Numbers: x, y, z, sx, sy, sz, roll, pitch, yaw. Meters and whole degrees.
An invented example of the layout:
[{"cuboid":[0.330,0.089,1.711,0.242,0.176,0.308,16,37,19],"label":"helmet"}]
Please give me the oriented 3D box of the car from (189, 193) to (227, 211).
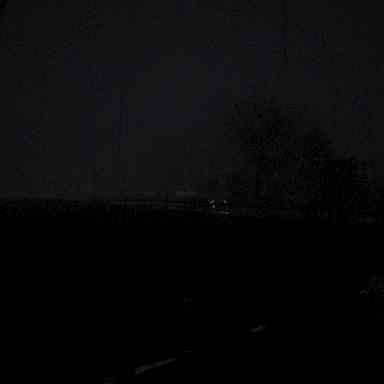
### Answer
[{"cuboid":[1.671,1.022,35.876,2.097,1.767,4.553,-1,1,-35],"label":"car"}]
